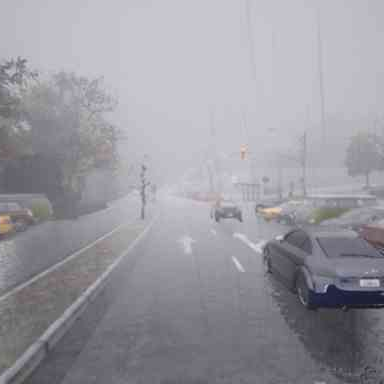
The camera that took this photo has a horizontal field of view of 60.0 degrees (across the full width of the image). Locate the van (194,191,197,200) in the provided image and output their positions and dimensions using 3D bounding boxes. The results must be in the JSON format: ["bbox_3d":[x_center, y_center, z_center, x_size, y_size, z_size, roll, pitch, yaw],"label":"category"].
[{"bbox_3d":[3.399,0.918,66.774,4.442,1.987,1.878,0,1,-28],"label":"van"}]

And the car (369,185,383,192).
[{"bbox_3d":[22.422,-0.091,37.579,2.002,1.452,4.674,-7,4,-28],"label":"car"}]

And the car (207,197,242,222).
[{"bbox_3d":[2.427,1.333,24.174,1.812,1.442,4.674,0,0,-3],"label":"car"}]

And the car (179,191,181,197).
[{"bbox_3d":[-0.384,0.779,93.579,4.553,1.767,2.185,0,0,-28],"label":"car"}]

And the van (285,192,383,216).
[{"bbox_3d":[7.340,1.112,17.049,4.442,1.987,1.878,1,1,-22],"label":"van"}]

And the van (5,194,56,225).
[{"bbox_3d":[-10.929,1.120,20.811,4.442,1.987,1.878,-1,0,-22],"label":"van"}]

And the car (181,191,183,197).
[{"bbox_3d":[0.524,0.953,87.653,4.892,1.521,2.231,0,1,-28],"label":"car"}]

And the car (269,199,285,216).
[{"bbox_3d":[7.357,1.189,20.125,4.553,1.767,2.185,1,1,-23],"label":"car"}]

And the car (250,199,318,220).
[{"bbox_3d":[7.220,1.302,26.114,4.792,1.488,2.163,0,0,-23],"label":"car"}]

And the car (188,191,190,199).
[{"bbox_3d":[2.698,0.836,72.809,5.566,2.045,2.435,0,0,-28],"label":"car"}]

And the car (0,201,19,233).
[{"bbox_3d":[-10.967,1.392,14.779,5.366,1.575,1.946,-1,1,-22],"label":"car"}]

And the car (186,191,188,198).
[{"bbox_3d":[1.982,1.029,78.834,5.366,1.575,1.946,0,0,-28],"label":"car"}]

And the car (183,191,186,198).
[{"bbox_3d":[1.412,0.753,81.730,5.566,2.045,2.435,0,0,-28],"label":"car"}]

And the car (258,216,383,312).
[{"bbox_3d":[2.990,1.501,7.657,1.994,1.385,4.181,0,0,-1],"label":"car"}]

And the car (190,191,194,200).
[{"bbox_3d":[3.070,0.864,69.795,5.566,2.045,2.435,0,1,-28],"label":"car"}]

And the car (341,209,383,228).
[{"bbox_3d":[7.618,1.428,11.061,4.674,1.452,2.002,1,0,-22],"label":"car"}]

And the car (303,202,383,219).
[{"bbox_3d":[7.550,1.365,14.078,4.892,1.521,2.231,1,1,-22],"label":"car"}]

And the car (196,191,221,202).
[{"bbox_3d":[3.859,1.047,63.833,4.553,1.767,2.185,0,0,-28],"label":"car"}]

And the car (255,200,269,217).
[{"bbox_3d":[7.019,1.286,23.060,5.366,1.575,1.946,0,1,-23],"label":"car"}]

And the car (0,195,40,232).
[{"bbox_3d":[-10.874,1.244,17.818,4.553,1.767,2.185,-1,1,-22],"label":"car"}]
